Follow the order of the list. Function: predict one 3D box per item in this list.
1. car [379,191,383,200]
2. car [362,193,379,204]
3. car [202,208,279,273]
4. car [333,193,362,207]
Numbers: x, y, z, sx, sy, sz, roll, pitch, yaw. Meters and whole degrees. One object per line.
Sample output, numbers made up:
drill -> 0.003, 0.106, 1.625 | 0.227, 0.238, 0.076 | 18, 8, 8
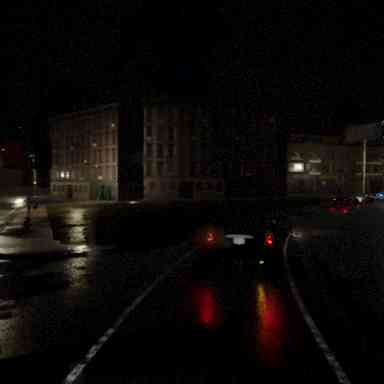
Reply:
car -> 29.806, 0.428, 50.352 | 5.357, 1.411, 2.033 | -3, 3, -35
car -> 22.509, 0.815, 44.146 | 4.718, 1.301, 1.895 | -2, 3, -41
car -> 1.686, 1.301, 10.899 | 2.097, 1.767, 4.553 | 1, 1, 12
car -> 18.385, 0.923, 39.730 | 1.812, 1.442, 4.674 | 2, 2, 42
